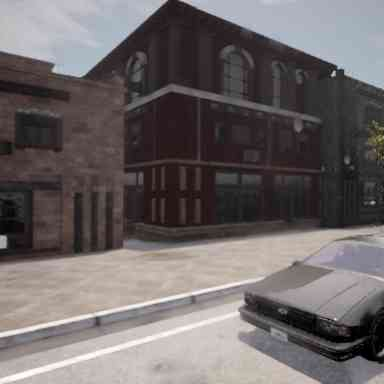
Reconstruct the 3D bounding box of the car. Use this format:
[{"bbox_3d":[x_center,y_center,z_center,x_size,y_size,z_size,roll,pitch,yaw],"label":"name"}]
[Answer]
[{"bbox_3d":[3.346,1.549,6.073,5.357,1.411,2.033,0,0,-36],"label":"car"}]
